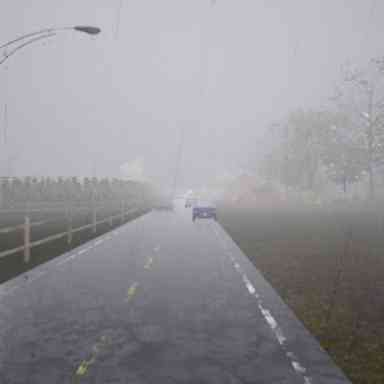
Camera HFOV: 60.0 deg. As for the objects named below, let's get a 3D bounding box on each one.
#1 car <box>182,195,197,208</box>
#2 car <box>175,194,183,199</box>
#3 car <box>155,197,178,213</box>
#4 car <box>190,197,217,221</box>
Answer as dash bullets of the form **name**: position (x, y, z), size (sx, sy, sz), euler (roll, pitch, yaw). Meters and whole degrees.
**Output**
- **car**: position (0.003, 1.493, 45.893), size (2.033, 1.411, 5.357), euler (0, 0, 0)
- **car**: position (-2.758, 1.136, 77.390), size (1.837, 1.490, 4.892), euler (0, 0, 0)
- **car**: position (-2.847, 1.564, 35.984), size (1.895, 1.301, 4.718), euler (0, 0, 0)
- **car**: position (0.960, 1.455, 26.592), size (1.882, 1.535, 5.008), euler (0, 0, 0)
